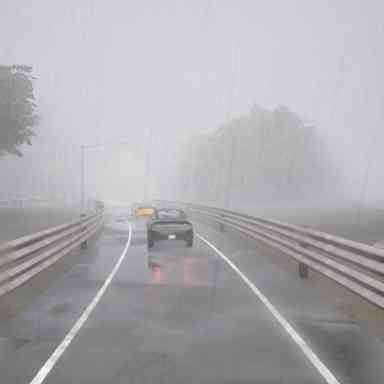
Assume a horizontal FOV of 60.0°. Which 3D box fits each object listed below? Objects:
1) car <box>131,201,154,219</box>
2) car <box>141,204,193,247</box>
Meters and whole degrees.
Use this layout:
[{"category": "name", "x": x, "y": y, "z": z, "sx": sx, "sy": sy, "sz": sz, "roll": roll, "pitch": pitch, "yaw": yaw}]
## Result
[{"category": "car", "x": -4.388, "y": 1.547, "z": 30.230, "sx": 1.882, "sy": 1.535, "sz": 5.008, "roll": 0, "pitch": 0, "yaw": -16}, {"category": "car", "x": -1.105, "y": 1.515, "z": 15.098, "sx": 2.128, "sy": 1.511, "sz": 4.902, "roll": 0, "pitch": 0, "yaw": -8}]
